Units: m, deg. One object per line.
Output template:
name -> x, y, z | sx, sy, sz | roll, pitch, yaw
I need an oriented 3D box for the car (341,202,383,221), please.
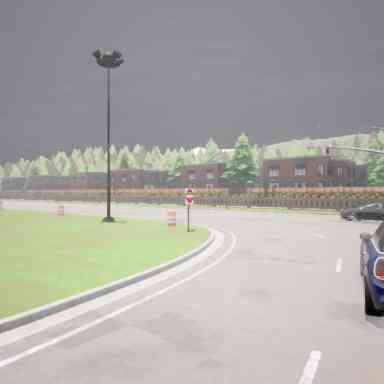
car -> 14.763, 1.564, 27.442 | 4.181, 1.385, 1.994 | 0, 0, 41

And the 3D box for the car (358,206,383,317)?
car -> 4.804, 1.352, 7.094 | 2.097, 1.767, 4.553 | 0, 0, 26

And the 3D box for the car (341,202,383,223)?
car -> 13.404, 1.491, 23.998 | 4.902, 1.511, 2.128 | 0, 0, 41
